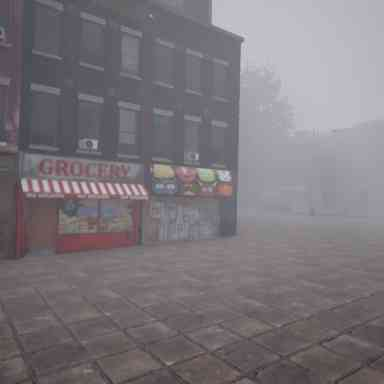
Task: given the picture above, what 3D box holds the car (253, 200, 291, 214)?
[{"bbox_3d":[9.306,1.738,39.014,1.837,1.490,4.892,2,-2,-35],"label":"car"}]
